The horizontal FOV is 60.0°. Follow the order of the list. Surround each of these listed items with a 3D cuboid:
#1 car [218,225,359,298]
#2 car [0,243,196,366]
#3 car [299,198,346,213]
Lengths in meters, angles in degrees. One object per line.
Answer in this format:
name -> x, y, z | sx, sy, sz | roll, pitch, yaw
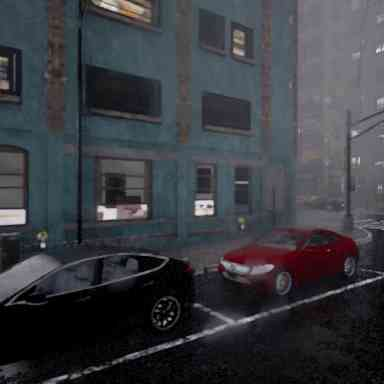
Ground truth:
car -> 2.580, 1.539, 8.388 | 4.206, 1.307, 1.802 | 0, 1, -35
car -> -1.918, 1.558, 5.182 | 4.313, 1.339, 1.947 | 0, 1, -35
car -> 12.266, 1.176, 31.381 | 1.947, 1.339, 4.313 | 1, 0, -36
